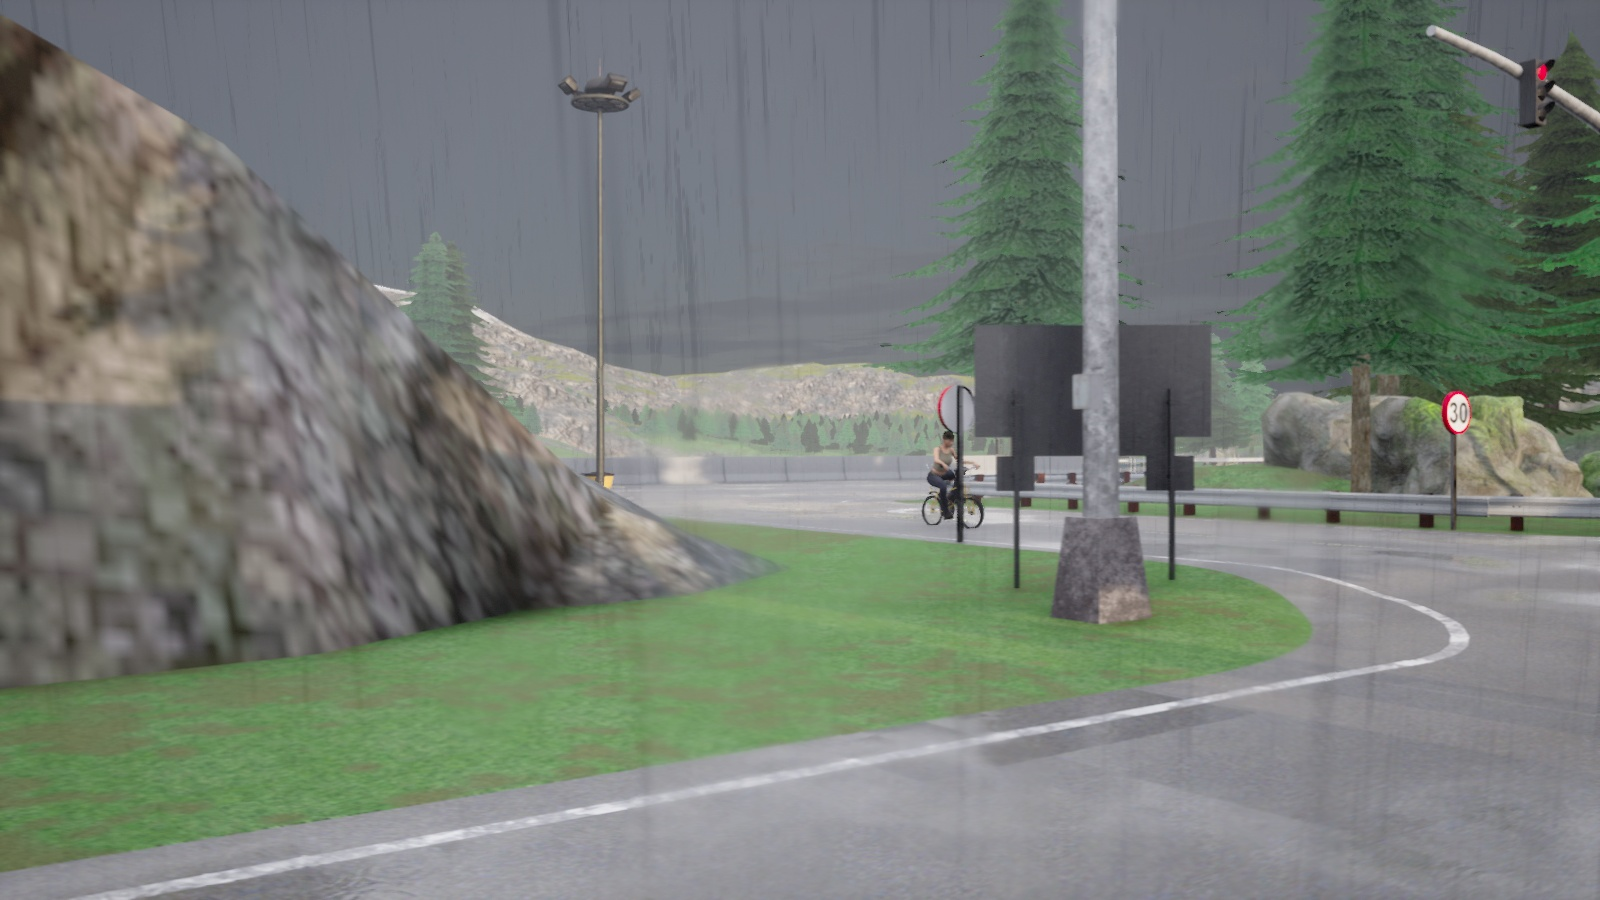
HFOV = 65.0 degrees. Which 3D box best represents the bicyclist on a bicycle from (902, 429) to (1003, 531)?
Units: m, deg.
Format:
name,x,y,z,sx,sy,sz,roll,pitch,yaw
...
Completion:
name,x,y,z,sx,sy,sz,roll,pitch,yaw
bicyclist on a bicycle,2.507,0.471,20.746,0.866,1.612,1.509,0,0,-35
